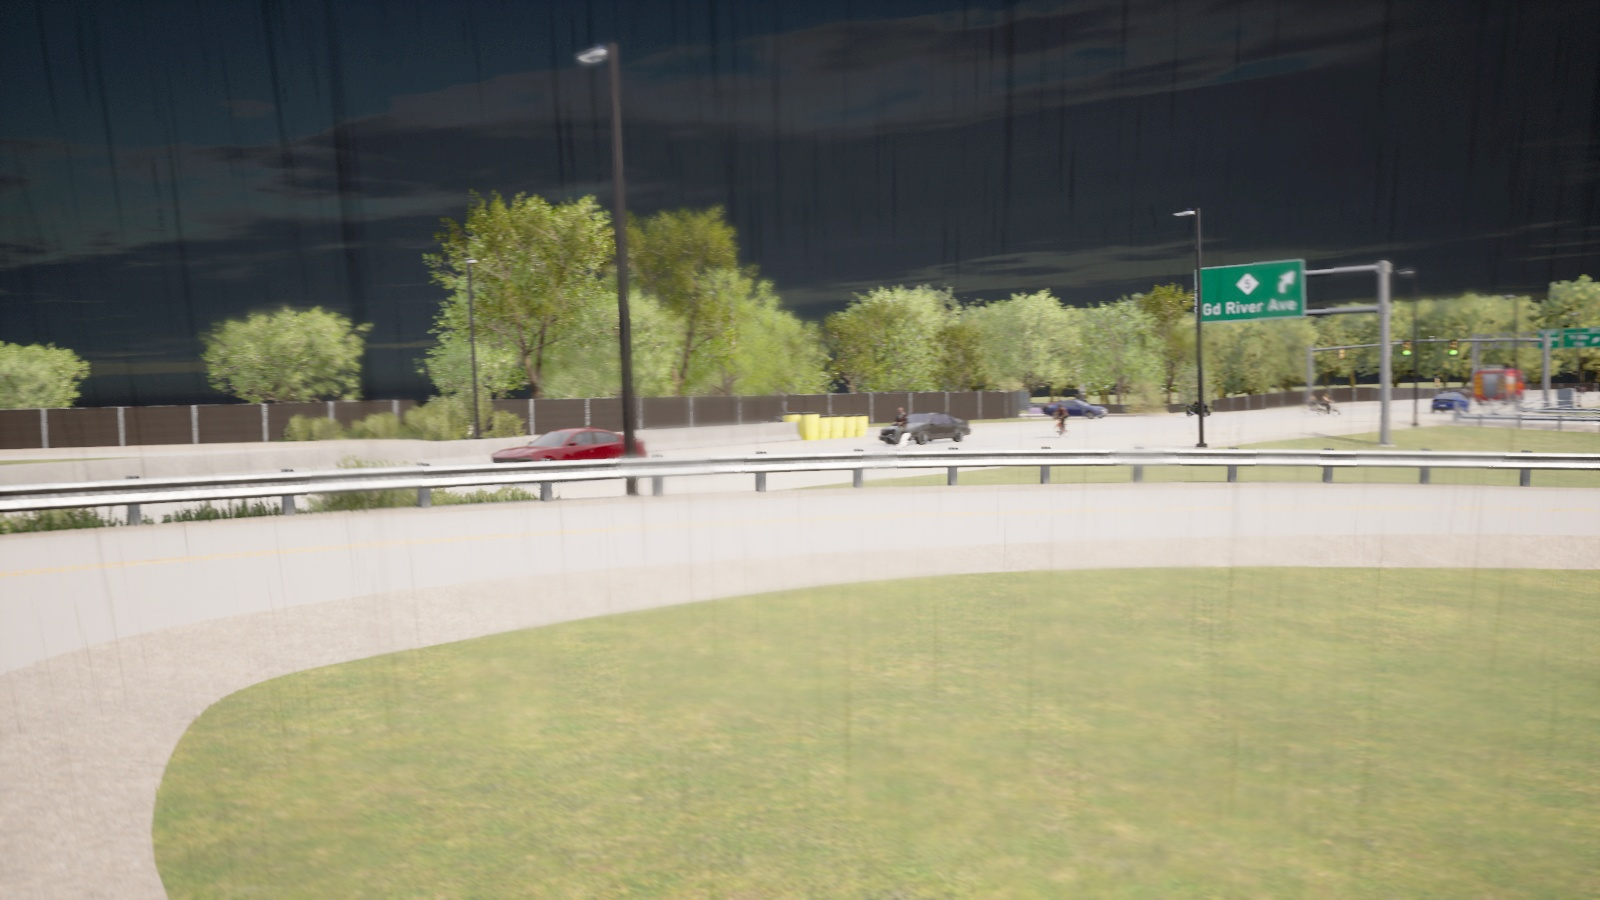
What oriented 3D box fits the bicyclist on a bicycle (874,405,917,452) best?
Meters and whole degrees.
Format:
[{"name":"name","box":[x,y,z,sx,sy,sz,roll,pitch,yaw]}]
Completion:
[{"name":"bicyclist on a bicycle","box":[3.729,-0.850,49.039,0.659,1.776,1.843,0,3,39]}]

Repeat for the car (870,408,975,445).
[{"name":"car","box":[5.612,-1.094,56.885,2.033,1.411,5.357,0,3,39]}]

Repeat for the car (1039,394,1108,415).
[{"name":"car","box":[20.538,-3.418,94.343,4.674,1.442,1.812,0,4,39]}]

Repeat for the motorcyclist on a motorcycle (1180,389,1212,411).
[{"name":"motorcyclist on a motorcycle","box":[28.801,-3.633,91.392,0.797,1.523,2.044,-6,5,-40]}]

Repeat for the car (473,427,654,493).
[{"name":"car","box":[-6.722,0.241,36.222,1.882,1.535,5.008,0,3,39]}]
